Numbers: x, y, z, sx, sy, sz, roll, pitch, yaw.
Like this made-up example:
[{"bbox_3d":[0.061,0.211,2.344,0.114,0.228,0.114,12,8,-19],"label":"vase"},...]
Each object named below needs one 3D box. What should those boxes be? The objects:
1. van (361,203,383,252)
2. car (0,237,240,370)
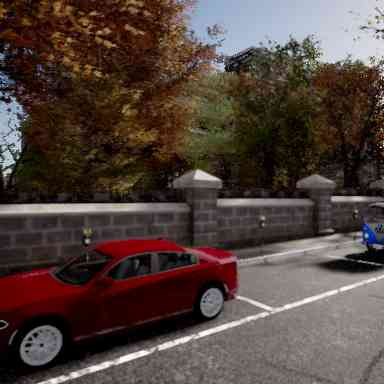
[{"bbox_3d":[7.805,1.256,12.114,3.998,1.788,1.690,0,1,-35],"label":"van"},{"bbox_3d":[-1.185,1.531,5.698,4.507,1.381,1.887,0,1,-35],"label":"car"}]
